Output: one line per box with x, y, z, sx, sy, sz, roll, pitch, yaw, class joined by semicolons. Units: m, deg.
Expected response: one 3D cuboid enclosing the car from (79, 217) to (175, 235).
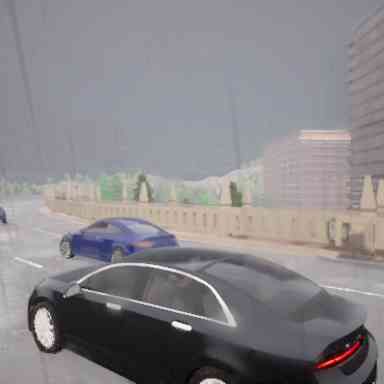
-2.427;1.529;10.702;4.674;1.442;1.812;0;0;41;car

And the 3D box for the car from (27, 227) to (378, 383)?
-0.326;1.511;4.443;4.892;1.490;1.837;0;0;37;car

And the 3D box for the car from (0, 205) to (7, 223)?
-14.559;1.480;23.914;1.812;1.442;4.674;0;0;-37;car
